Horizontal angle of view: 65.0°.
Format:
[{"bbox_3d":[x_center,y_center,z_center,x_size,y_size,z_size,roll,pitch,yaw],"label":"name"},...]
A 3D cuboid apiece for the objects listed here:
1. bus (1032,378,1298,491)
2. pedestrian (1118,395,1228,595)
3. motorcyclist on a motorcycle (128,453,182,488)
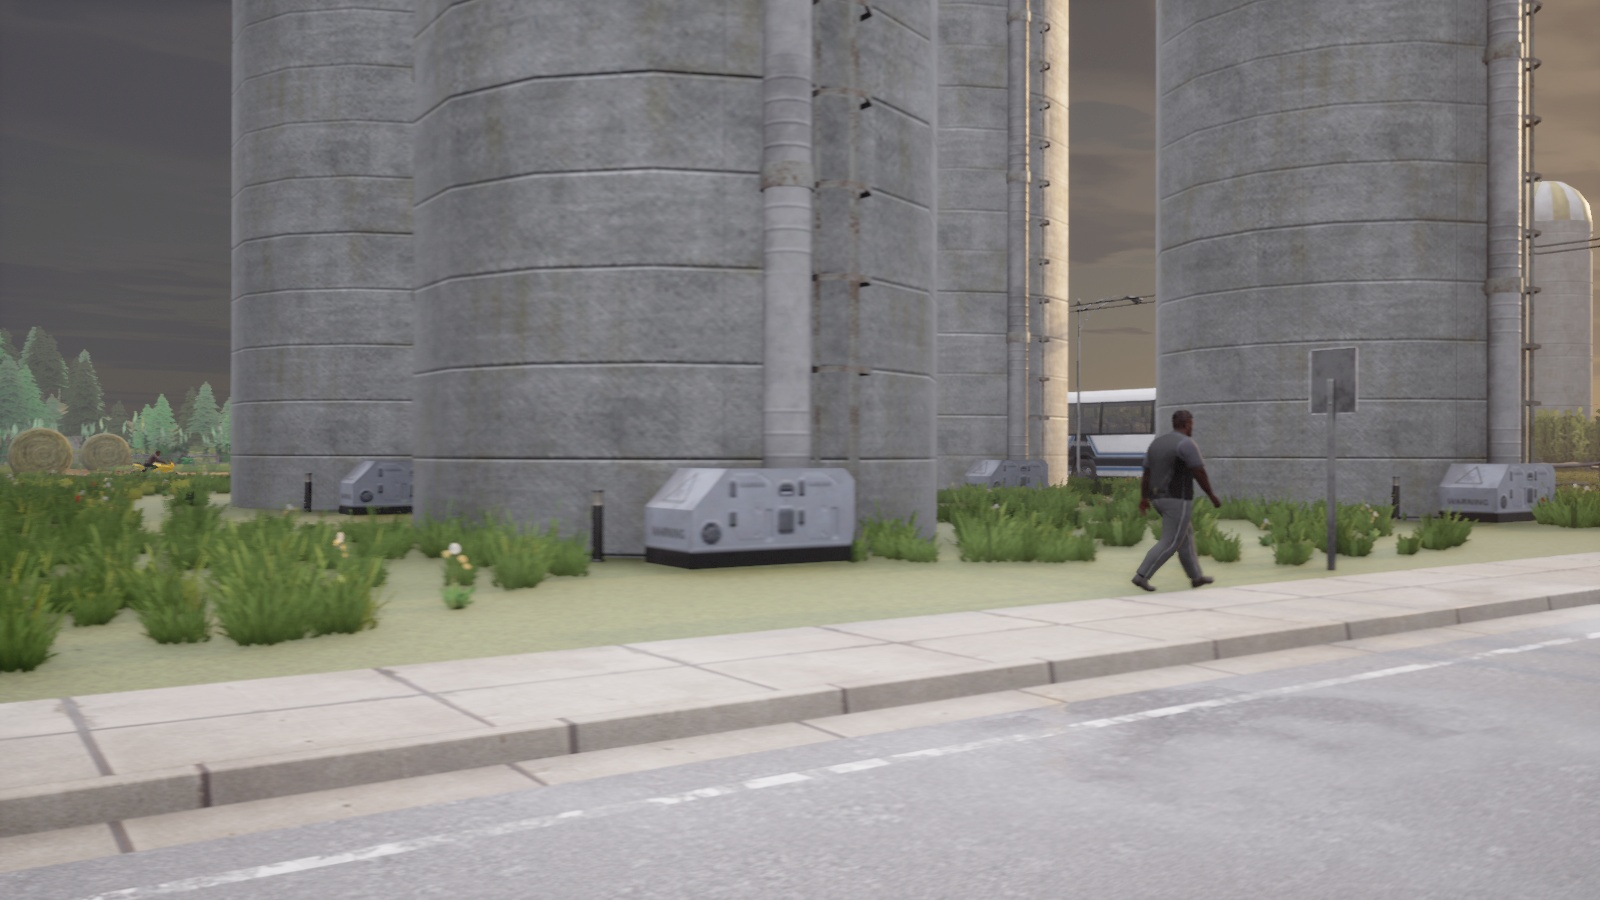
[{"bbox_3d":[15.040,-0.534,52.710,3.944,4.253,10.273,1,-1,-40],"label":"bus"},{"bbox_3d":[3.616,0.422,12.194,0.849,1.883,0.563,0,0,-19],"label":"pedestrian"},{"bbox_3d":[-28.763,0.898,56.031,2.044,1.523,0.797,0,0,-35],"label":"motorcyclist on a motorcycle"}]
